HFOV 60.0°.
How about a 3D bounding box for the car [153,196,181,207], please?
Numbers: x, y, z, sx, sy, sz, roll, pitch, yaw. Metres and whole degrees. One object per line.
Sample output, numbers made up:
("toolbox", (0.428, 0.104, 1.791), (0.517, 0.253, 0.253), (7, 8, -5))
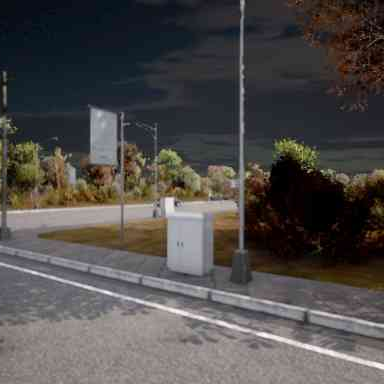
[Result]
("car", (-3.394, 1.397, 45.837), (1.837, 1.490, 4.892), (0, 0, 33))

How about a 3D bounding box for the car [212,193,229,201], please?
("car", (5.234, 1.044, 59.210), (1.837, 1.490, 4.892), (0, 0, 33))
